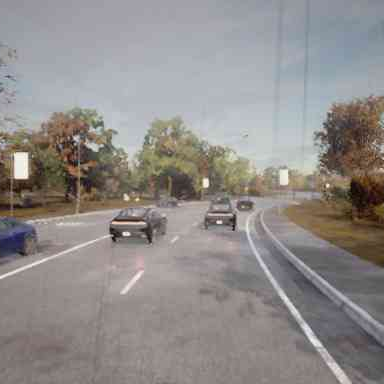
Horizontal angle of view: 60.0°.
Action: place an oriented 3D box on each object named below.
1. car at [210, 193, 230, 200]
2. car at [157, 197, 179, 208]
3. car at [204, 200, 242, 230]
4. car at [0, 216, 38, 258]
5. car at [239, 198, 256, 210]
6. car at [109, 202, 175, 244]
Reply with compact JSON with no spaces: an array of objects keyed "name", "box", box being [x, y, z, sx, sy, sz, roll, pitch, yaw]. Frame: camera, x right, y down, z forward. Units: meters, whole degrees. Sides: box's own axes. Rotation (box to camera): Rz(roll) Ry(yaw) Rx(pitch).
[{"name":"car","box":[4.930,1.145,57.817,2.150,2.045,5.566,0,0,22]},{"name":"car","box":[-3.328,1.423,45.338,1.837,1.490,4.892,0,-1,18]},{"name":"car","box":[1.879,1.471,20.866,2.128,1.511,4.902,0,0,9]},{"name":"car","box":[-6.576,1.490,10.233,1.812,1.442,4.674,0,0,5]},{"name":"car","box":[6.807,1.477,41.920,1.837,1.490,4.892,0,0,17]},{"name":"car","box":[-2.356,1.463,15.685,2.128,1.511,4.902,0,0,6]}]
